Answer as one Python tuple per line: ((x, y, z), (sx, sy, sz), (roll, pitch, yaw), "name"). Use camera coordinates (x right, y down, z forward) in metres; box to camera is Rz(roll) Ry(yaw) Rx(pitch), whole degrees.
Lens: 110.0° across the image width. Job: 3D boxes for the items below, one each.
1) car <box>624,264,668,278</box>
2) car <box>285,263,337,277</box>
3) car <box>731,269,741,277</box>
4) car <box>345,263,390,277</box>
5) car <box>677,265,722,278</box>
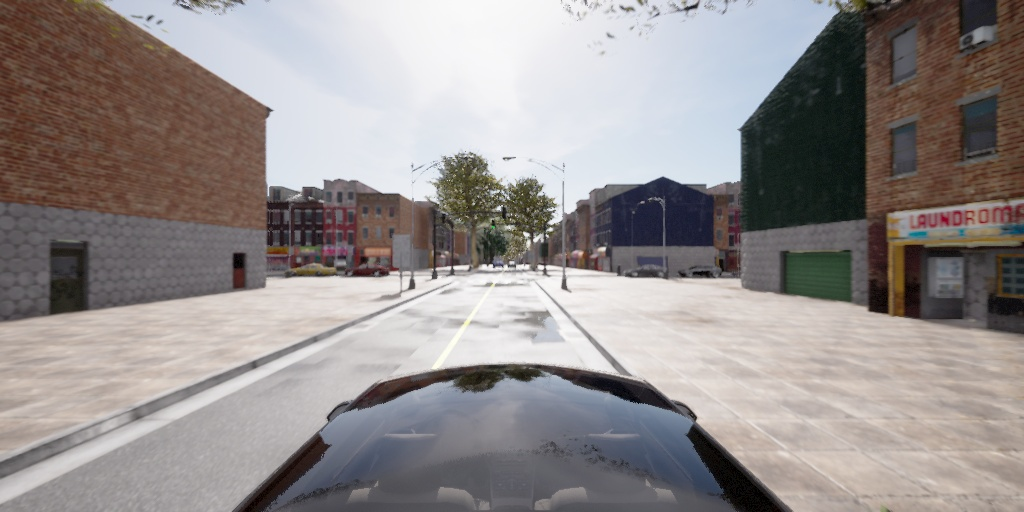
((13.957, 1.547, 37.566), (4.403, 1.370, 2.007), (0, 0, 0), "car")
((-20.921, 1.416, 37.365), (4.829, 1.417, 1.751), (0, 0, 0), "car")
((25.306, 1.628, 37.632), (4.207, 1.307, 1.802), (0, 0, 0), "car")
((-15.072, 1.449, 37.398), (4.507, 1.381, 1.888), (0, 0, 0), "car")
((19.632, 1.586, 37.599), (4.313, 1.339, 1.948), (0, 0, 0), "car")
